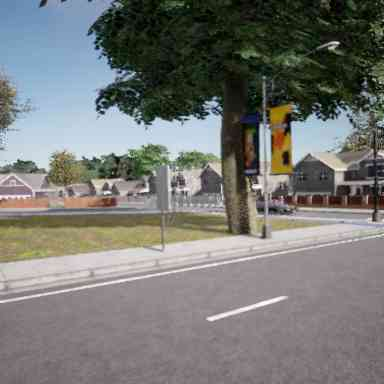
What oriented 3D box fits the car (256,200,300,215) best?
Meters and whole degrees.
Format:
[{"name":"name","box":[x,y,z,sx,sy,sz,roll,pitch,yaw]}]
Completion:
[{"name":"car","box":[8.383,1.556,34.287,2.033,1.411,5.357,-2,0,-35]}]
